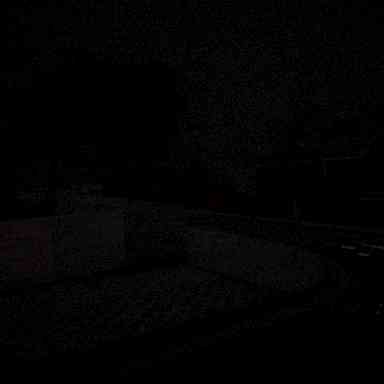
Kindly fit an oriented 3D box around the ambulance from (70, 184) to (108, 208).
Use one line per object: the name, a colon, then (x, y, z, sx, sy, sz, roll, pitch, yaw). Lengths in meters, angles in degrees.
ambulance: (-10.948, 0.407, 35.394, 2.351, 2.431, 6.366, 1, 1, -36)
